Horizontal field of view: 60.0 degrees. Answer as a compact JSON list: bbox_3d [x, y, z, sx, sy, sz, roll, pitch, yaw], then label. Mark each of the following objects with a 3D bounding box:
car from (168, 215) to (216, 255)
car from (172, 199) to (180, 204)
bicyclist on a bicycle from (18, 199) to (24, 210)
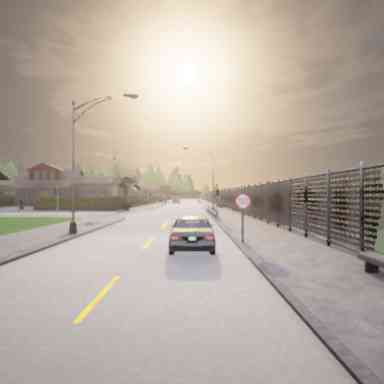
[{"bbox_3d":[0.004,1.680,13.993,2.033,1.411,5.357,0,-1,0],"label":"car"},{"bbox_3d":[-3.980,2.387,84.019,1.895,1.301,4.718,0,-1,0],"label":"car"},{"bbox_3d":[-24.046,1.789,46.752,0.582,1.620,1.656,0,0,0],"label":"bicyclist on a bicycle"}]
